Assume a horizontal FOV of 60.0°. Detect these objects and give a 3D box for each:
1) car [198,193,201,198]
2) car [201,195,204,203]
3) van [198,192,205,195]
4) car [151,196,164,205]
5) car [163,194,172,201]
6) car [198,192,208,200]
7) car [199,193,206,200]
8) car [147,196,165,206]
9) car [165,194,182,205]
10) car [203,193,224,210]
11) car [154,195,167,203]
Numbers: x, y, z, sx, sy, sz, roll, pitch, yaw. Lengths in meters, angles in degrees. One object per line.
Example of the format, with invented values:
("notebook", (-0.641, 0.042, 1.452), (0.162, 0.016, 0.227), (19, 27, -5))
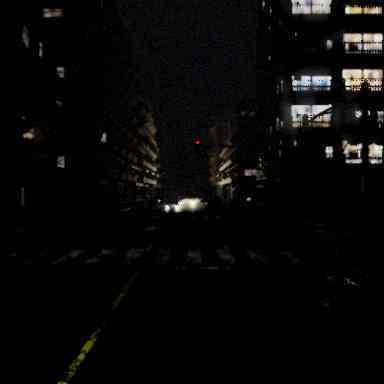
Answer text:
("car", (2.671, 1.324, 66.661), (1.802, 1.307, 4.206), (0, 0, 0))
("car", (2.678, 1.375, 44.523), (2.008, 1.369, 4.403), (0, 0, 0))
("van", (2.670, 1.064, 72.194), (1.690, 1.788, 3.998), (0, 0, 0))
("car", (-5.706, 1.364, 55.590), (1.802, 1.307, 4.206), (0, 0, 0))
("car", (-5.713, 1.248, 77.726), (1.887, 1.381, 4.507), (0, 0, 0))
("car", (2.666, 1.000, 83.262), (2.192, 1.841, 5.009), (0, 0, 0))
("car", (2.673, 1.344, 61.127), (1.802, 1.307, 4.206), (0, 0, 0))
("car", (-5.705, 1.353, 50.056), (2.008, 1.369, 4.403), (0, 0, 0))
("car", (-3.082, 1.392, 53.169), (1.895, 1.301, 4.718), (0, 0, 0))
("car", (2.680, 1.286, 38.989), (1.967, 1.590, 4.097), (0, 0, 0))
("car", (-5.708, 1.327, 61.125), (1.947, 1.339, 4.313), (0, 0, 0))
